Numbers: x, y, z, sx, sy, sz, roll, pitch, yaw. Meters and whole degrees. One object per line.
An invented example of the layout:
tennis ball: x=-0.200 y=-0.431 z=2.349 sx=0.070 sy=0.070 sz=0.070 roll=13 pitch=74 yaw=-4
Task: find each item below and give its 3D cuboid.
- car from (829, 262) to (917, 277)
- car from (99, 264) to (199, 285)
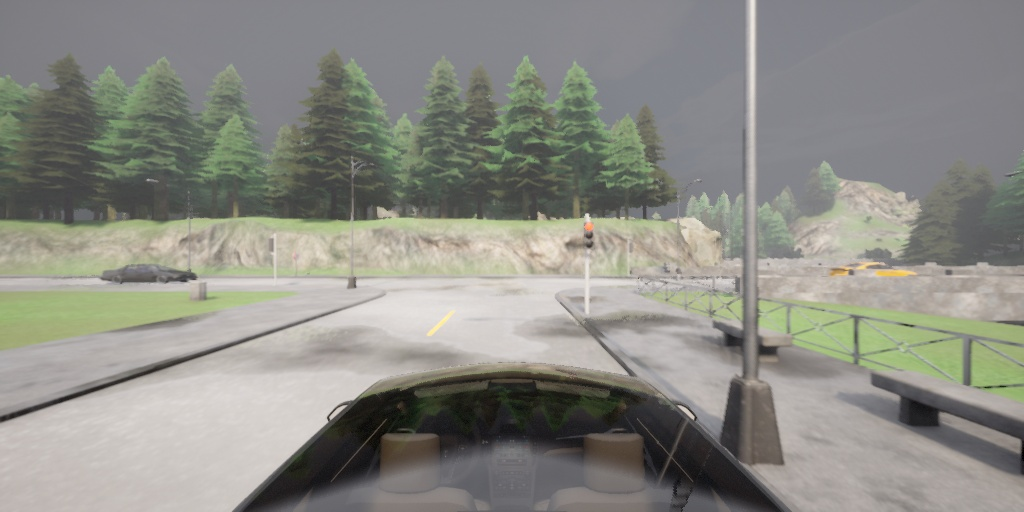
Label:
car: x=24.849 y=1.194 z=24.708 sx=5.008 sy=1.535 sz=1.882 roll=1 pitch=0 yaw=0
car: x=-24.951 y=1.248 z=24.721 sx=5.357 sy=1.411 sz=2.033 roll=0 pitch=0 yaw=0
